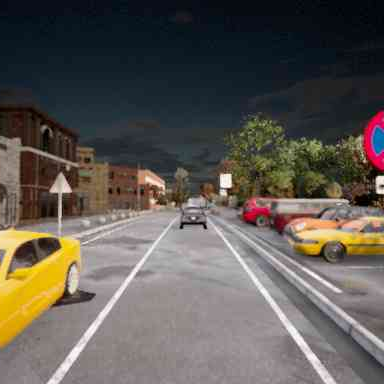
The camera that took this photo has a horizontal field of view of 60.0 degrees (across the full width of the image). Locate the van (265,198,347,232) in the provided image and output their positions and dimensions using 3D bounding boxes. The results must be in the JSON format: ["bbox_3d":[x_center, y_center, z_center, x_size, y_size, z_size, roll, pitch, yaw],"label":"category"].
[{"bbox_3d":[6.383,1.357,17.458,4.442,1.987,1.878,0,-1,0],"label":"van"}]

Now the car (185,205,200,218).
[{"bbox_3d":[0.048,2.359,40.887,1.812,1.442,4.674,0,-2,0],"label":"car"}]

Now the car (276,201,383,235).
[{"bbox_3d":[6.317,1.414,14.419,4.553,1.767,2.185,0,-1,0],"label":"car"}]

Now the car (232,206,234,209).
[{"bbox_3d":[6.187,1.702,29.598,4.553,1.767,2.185,0,-1,-1],"label":"car"}]

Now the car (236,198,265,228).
[{"bbox_3d":[6.249,1.439,23.649,5.566,2.045,2.435,0,-1,0],"label":"car"}]

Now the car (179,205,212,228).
[{"bbox_3d":[0.080,1.793,23.825,2.033,1.411,5.357,0,-1,0],"label":"car"}]

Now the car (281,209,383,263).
[{"bbox_3d":[6.119,1.507,11.499,5.366,1.575,1.946,0,-1,0],"label":"car"}]

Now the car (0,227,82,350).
[{"bbox_3d":[-3.346,1.435,5.362,1.882,1.535,5.008,1,1,0],"label":"car"}]
